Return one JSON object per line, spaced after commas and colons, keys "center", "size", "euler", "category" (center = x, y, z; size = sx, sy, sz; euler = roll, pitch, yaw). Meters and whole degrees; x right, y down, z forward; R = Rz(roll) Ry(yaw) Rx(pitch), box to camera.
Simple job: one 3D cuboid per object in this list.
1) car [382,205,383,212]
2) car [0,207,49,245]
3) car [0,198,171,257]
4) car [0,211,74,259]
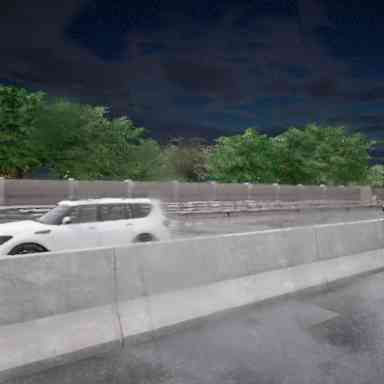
{"center": [23.730, 1.743, 38.100], "size": [4.718, 1.301, 1.895], "euler": [1, 0, -35], "category": "car"}
{"center": [-9.132, 1.504, 14.674], "size": [4.892, 1.490, 1.837], "euler": [0, 0, -35], "category": "car"}
{"center": [-3.303, 1.221, 10.235], "size": [5.566, 2.045, 2.150], "euler": [0, 0, -35], "category": "car"}
{"center": [-6.887, 1.525, 11.978], "size": [4.674, 1.442, 1.812], "euler": [0, 0, -35], "category": "car"}
